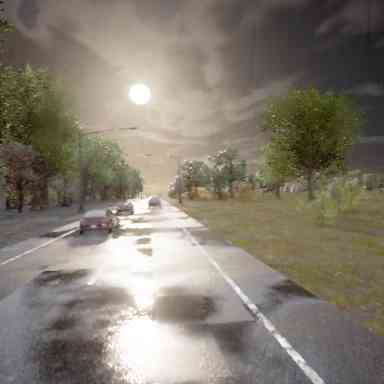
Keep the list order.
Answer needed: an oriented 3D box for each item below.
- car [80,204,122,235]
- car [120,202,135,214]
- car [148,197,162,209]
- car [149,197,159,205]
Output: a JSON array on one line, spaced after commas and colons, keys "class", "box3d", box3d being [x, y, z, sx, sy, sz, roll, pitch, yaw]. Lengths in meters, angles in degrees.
[{"class": "car", "box3d": [-5.652, 1.726, 20.481, 1.812, 1.442, 4.674, -1, 0, -7]}, {"class": "car", "box3d": [-7.895, 1.856, 39.824, 2.033, 1.411, 5.357, -1, 0, -7]}, {"class": "car", "box3d": [-5.879, 1.641, 52.751, 2.097, 1.767, 4.553, -1, 0, -7]}, {"class": "car", "box3d": [-8.311, 1.947, 72.922, 2.033, 1.411, 5.357, -1, 0, -7]}]
